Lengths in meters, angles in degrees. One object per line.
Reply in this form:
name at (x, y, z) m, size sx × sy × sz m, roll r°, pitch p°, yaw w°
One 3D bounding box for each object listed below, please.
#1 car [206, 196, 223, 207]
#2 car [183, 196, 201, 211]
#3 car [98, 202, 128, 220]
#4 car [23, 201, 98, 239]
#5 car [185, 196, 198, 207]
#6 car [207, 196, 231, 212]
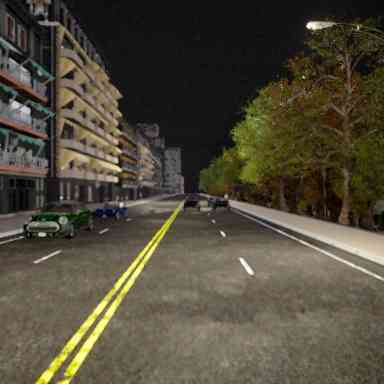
car at (3.217, 1.336, 48.107) m, size 2.128 × 1.511 × 4.902 m, roll 0°, pitch 0°, yaw 0°
car at (-0.027, 1.361, 37.455) m, size 2.128 × 1.511 × 4.902 m, roll 0°, pitch 0°, yaw 0°
car at (-6.566, 1.487, 27.138) m, size 1.895 × 1.301 × 4.718 m, roll 0°, pitch 0°, yaw 0°
car at (-6.599, 1.273, 16.877) m, size 2.097 × 1.767 × 4.553 m, roll 0°, pitch 0°, yaw 0°
car at (-0.032, 1.361, 48.111) m, size 1.812 × 1.442 × 4.674 m, roll 0°, pitch 0°, yaw 0°
car at (3.223, 1.369, 37.460) m, size 2.128 × 1.511 × 4.902 m, roll 0°, pitch 0°, yaw 0°
